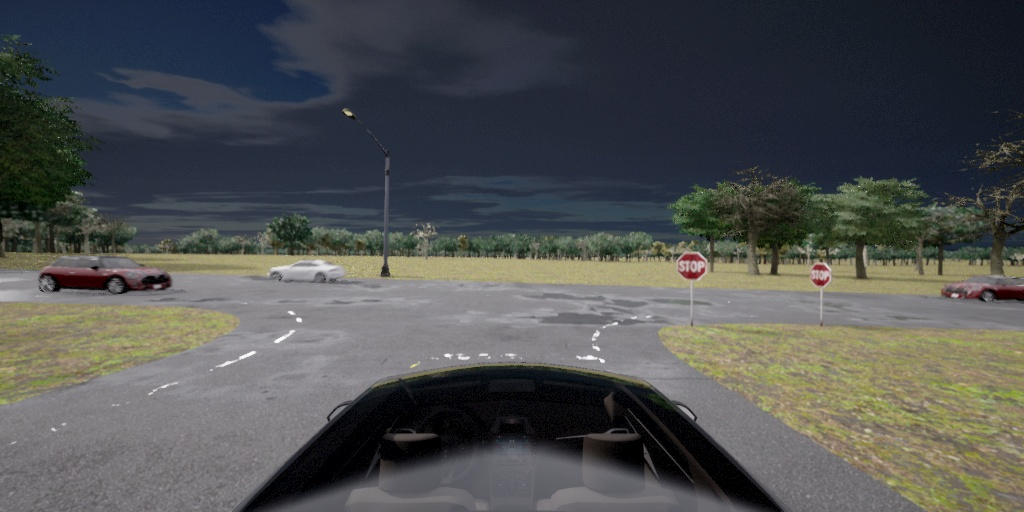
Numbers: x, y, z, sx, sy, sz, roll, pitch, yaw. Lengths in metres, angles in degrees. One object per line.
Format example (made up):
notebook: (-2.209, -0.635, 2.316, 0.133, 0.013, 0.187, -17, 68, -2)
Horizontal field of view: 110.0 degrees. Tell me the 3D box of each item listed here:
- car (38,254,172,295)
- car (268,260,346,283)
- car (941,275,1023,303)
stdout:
car: (-18.849, 0.790, 16.794, 4.553, 1.767, 2.097, 2, 1, 0)
car: (-13.538, 0.981, 23.803, 4.674, 1.442, 1.812, 2, 1, 0)
car: (31.645, 2.103, 23.770, 4.553, 1.767, 2.097, 2, 1, 0)
